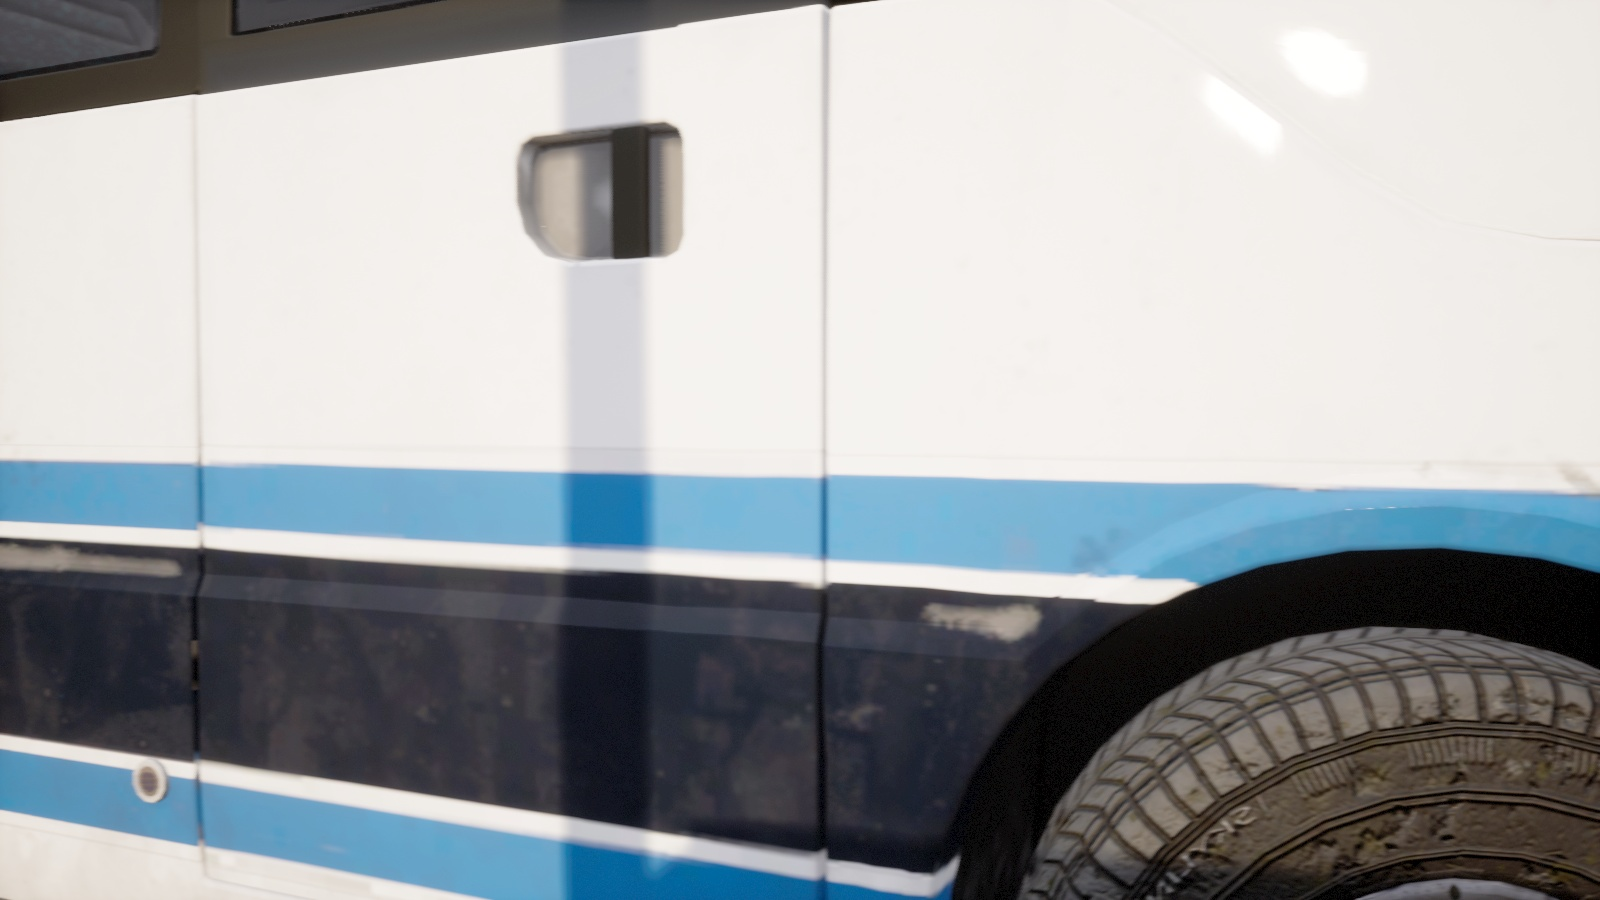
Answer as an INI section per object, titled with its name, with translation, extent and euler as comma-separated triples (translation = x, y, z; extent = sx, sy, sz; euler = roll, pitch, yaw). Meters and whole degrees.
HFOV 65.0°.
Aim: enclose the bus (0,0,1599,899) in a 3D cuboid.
[bus]
translation = -1.247, -0.623, 4.279
extent = 10.273, 4.253, 3.944
euler = 1, 2, 24
